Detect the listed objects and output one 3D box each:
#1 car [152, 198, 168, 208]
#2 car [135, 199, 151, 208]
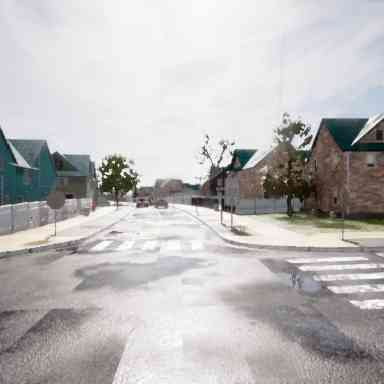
[{"bbox_3d":[-4.853,1.784,52.369,1.837,1.490,4.892,0,-1,-11],"label":"car"},{"bbox_3d":[-8.388,1.846,55.946,1.812,1.442,4.674,0,-1,-11],"label":"car"}]
